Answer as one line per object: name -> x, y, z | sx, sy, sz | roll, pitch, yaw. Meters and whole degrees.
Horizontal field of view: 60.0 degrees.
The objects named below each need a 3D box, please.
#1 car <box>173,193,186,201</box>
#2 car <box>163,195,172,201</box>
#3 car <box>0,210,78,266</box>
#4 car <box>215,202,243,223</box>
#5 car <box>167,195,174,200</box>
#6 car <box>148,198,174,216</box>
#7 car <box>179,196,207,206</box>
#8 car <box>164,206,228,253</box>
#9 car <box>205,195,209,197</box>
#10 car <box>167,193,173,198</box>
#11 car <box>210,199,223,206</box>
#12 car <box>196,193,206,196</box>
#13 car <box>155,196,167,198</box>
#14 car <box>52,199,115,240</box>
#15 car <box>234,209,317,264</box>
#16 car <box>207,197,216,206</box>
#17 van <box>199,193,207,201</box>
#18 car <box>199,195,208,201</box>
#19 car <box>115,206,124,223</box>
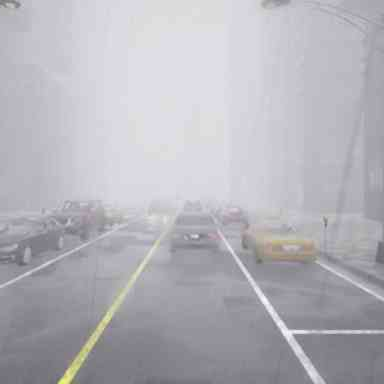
car -> -3.010, 1.386, 73.478 | 1.994, 1.385, 4.181 | 0, 0, 0
car -> -5.774, 1.503, 78.766 | 1.947, 1.339, 4.313 | 0, 0, 0
car -> -5.764, 1.537, 11.345 | 2.008, 1.369, 4.403 | 0, 0, 0
car -> 2.760, 1.556, 22.596 | 1.802, 1.307, 4.206 | 0, 0, 0
car -> -5.776, 1.515, 90.003 | 1.802, 1.307, 4.206 | 0, 0, 0
car -> -3.102, 1.528, 32.485 | 1.994, 1.385, 4.181 | 0, 0, 0
car -> 0.093, 1.455, 33.562 | 2.128, 1.511, 4.902 | 0, 0, 0
car -> 0.093, 1.532, 13.628 | 2.033, 1.411, 5.357 | 0, 0, 0
car -> 2.756, 1.522, 45.071 | 1.947, 1.339, 4.313 | 0, 0, 0
car -> -5.773, 1.485, 73.147 | 1.887, 1.381, 4.507 | 0, 0, 0
car -> 2.759, 1.550, 28.215 | 1.802, 1.307, 4.206 | 0, 0, 0
car -> 2.378, 1.301, 63.339 | 2.097, 1.767, 4.553 | 0, 0, 0
car -> -5.771, 1.531, 56.292 | 1.802, 1.307, 4.206 | 0, 0, 0
car -> -5.764, 1.295, 16.964 | 2.192, 1.841, 5.009 | 0, 0, 0
car -> 2.761, 1.512, 11.529 | 1.752, 1.417, 4.829 | 0, 0, 0
car -> 2.758, 1.489, 34.004 | 1.752, 1.417, 4.829 | 0, 0, 0
van -> 2.750, 1.277, 84.403 | 1.690, 1.788, 3.998 | 0, 0, 0
car -> 2.751, 1.489, 78.784 | 2.008, 1.369, 4.403 | 0, 0, 0
car -> -5.765, 1.500, 22.412 | 1.752, 1.417, 4.829 | 0, 0, 0
